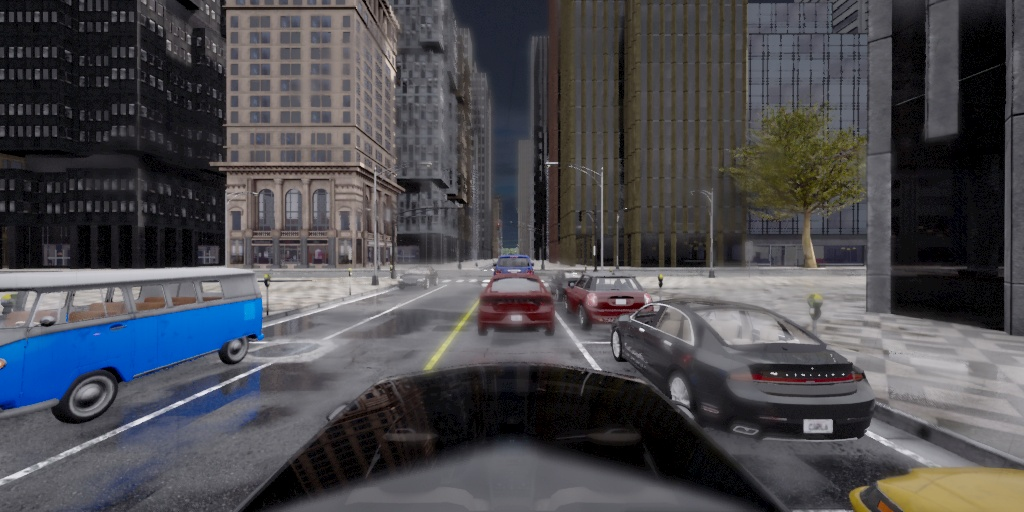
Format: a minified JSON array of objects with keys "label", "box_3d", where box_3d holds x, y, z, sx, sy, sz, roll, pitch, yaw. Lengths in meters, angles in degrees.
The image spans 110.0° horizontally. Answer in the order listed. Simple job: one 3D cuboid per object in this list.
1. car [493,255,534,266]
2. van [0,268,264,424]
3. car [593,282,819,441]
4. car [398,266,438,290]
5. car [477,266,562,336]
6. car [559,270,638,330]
[{"label":"car","box_3d":[0.102,0.967,20.331,2.150,2.045,5.566,0,0,0]},{"label":"van","box_3d":[-5.756,1.090,5.431,1.690,1.789,3.998,0,0,0]},{"label":"car","box_3d":[2.769,1.300,5.421,2.007,1.370,4.403,0,0,0]},{"label":"car","box_3d":[-5.734,1.296,22.354,2.007,1.370,4.403,0,0,0]},{"label":"car","box_3d":[0.105,1.226,10.447,1.882,1.535,5.008,0,0,0]},{"label":"car","box_3d":[2.777,1.188,11.062,1.967,1.591,4.097,0,0,0]}]
